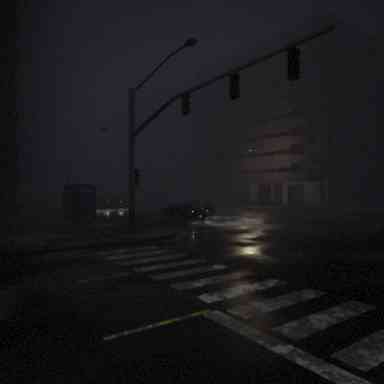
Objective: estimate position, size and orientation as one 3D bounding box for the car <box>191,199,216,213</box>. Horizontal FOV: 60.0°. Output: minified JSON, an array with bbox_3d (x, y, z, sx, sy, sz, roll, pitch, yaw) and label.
[{"bbox_3d":[0.256,1.585,32.606,1.895,1.301,4.718,0,0,-36],"label":"car"}]

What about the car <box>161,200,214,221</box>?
[{"bbox_3d":[-0.631,1.597,27.901,1.895,1.301,4.718,0,0,-36],"label":"car"}]

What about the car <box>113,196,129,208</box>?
[{"bbox_3d":[-9.898,1.336,46.514,2.097,1.767,4.553,0,0,-36],"label":"car"}]

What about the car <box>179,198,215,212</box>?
[{"bbox_3d":[0.500,1.496,38.513,1.812,1.442,4.674,0,0,-36],"label":"car"}]

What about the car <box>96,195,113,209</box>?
[{"bbox_3d":[-12.719,1.349,44.442,2.097,1.767,4.553,0,0,-36],"label":"car"}]
